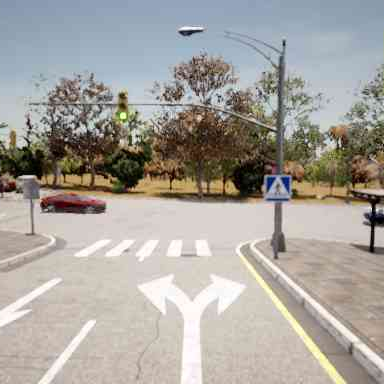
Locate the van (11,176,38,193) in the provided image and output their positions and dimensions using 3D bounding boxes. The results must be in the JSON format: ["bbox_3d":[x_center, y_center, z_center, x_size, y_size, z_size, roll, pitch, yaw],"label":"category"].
[{"bbox_3d":[-20.305,-0.964,40.880,1.878,1.987,4.442,1,4,-14],"label":"van"}]

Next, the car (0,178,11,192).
[{"bbox_3d":[-23.275,-0.988,41.276,2.185,1.767,4.553,0,5,-13],"label":"car"}]

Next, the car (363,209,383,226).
[{"bbox_3d":[15.722,1.988,25.147,4.718,1.301,1.895,4,5,1],"label":"car"}]

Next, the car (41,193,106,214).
[{"bbox_3d":[-9.365,0.855,26.471,5.008,1.535,1.882,2,5,5],"label":"car"}]
